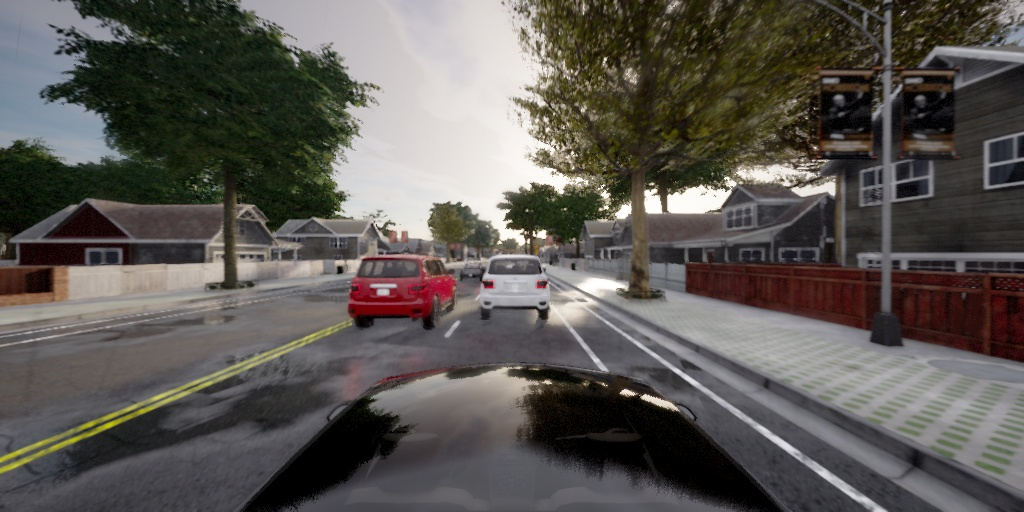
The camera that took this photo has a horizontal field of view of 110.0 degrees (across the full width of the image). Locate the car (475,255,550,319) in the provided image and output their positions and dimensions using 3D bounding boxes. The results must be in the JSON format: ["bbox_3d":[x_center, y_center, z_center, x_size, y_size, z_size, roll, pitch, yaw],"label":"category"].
[{"bbox_3d":[0.091,0.982,12.973,2.150,2.045,5.566,0,0,0],"label":"car"}]

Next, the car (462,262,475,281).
[{"bbox_3d":[-3.172,1.270,29.909,2.128,1.511,4.902,0,0,0],"label":"car"}]

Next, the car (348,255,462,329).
[{"bbox_3d":[-3.158,0.980,11.473,2.150,2.045,5.566,0,0,0],"label":"car"}]
